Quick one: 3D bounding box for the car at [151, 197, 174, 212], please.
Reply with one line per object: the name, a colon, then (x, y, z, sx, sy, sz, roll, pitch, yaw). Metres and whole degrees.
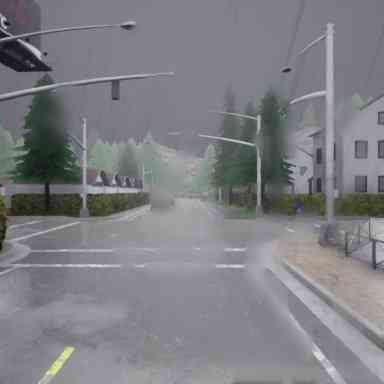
car: (-3.568, 1.547, 38.440, 2.033, 1.411, 5.357, 0, 0, 0)
